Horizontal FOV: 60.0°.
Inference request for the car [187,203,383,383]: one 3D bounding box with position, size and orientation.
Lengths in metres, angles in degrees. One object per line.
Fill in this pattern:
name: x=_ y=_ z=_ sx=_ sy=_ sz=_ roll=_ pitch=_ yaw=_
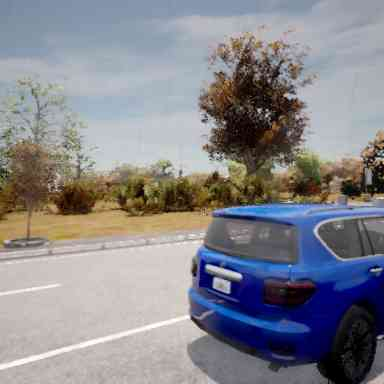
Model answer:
car: x=2.537 y=1.210 z=5.567 sx=5.566 sy=2.045 sz=2.150 roll=0 pitch=0 yaw=-36
